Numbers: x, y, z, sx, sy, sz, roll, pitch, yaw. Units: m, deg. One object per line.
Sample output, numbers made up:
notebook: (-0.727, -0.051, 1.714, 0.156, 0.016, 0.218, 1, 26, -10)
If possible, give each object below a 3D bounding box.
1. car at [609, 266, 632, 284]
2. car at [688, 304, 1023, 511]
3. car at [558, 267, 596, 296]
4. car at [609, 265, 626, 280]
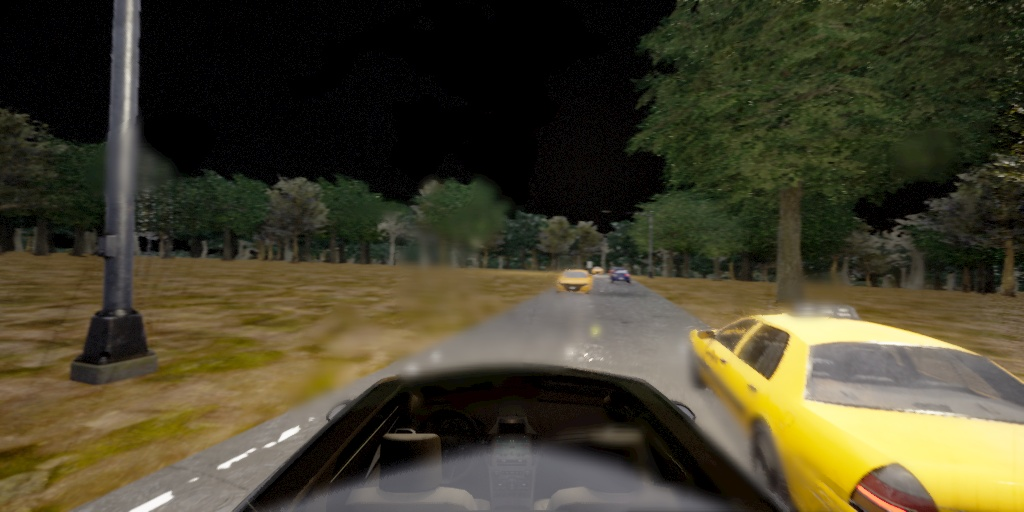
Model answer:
car: (11.225, 2.070, 37.189, 1.812, 1.442, 4.674, 1, -1, 15)
car: (3.286, 1.293, 3.968, 1.801, 1.575, 5.366, 1, -1, 16)
car: (4.127, 1.617, 22.924, 1.882, 1.535, 5.008, 1, -1, 15)
car: (13.848, 2.145, 47.182, 2.097, 1.767, 4.553, 1, -1, 15)
